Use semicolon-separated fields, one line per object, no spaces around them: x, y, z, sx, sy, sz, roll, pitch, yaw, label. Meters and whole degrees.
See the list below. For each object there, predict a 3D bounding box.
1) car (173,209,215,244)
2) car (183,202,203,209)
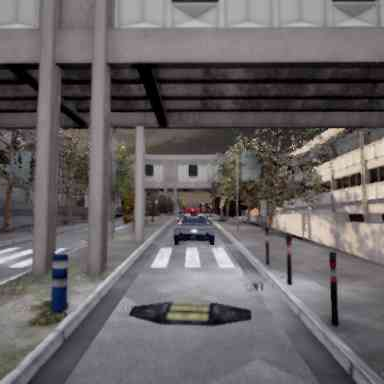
0.101;1.772;17.000;1.994;1.385;4.181;0;-1;0;car
0.102;2.214;40.359;2.150;2.045;5.566;0;-2;0;car
